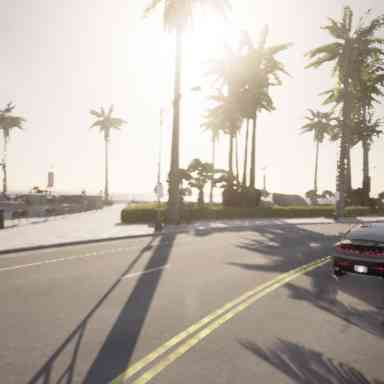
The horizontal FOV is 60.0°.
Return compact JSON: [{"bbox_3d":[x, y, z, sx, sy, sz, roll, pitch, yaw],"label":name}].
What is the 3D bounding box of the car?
[{"bbox_3d":[5.869,1.736,10.269,1.837,1.490,4.892,0,-1,41],"label":"car"}]
